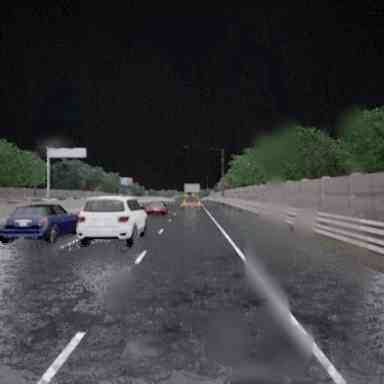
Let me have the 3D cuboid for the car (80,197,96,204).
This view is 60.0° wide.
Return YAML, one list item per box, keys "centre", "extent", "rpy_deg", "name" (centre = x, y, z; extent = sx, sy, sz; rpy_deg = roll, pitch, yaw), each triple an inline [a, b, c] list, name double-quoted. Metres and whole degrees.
- centre: [-20.993, 1.693, 67.319]
  extent: [1.994, 1.385, 4.181]
  rpy_deg: [0, -1, 0]
  name: "car"

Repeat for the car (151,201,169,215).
- centre: [-3.396, 1.552, 33.047]
  extent: [1.994, 1.385, 4.181]
  rpy_deg: [0, 0, 0]
  name: "car"

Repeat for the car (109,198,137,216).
- centre: [-6.896, 1.467, 33.827]
  extent: [1.882, 1.535, 5.008]
  rpy_deg: [0, 0, 0]
  name: "car"

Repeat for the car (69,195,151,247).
- centre: [-3.398, 1.199, 15.126]
  extent: [2.150, 2.045, 5.566]
  rpy_deg: [0, 0, 0]
  name: "car"

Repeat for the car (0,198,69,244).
- centre: [-6.898, 1.329, 15.717]
  extent: [2.097, 1.767, 4.553]
  rpy_deg: [0, 0, 0]
  name: "car"

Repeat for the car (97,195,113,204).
- centre: [-17.493, 1.496, 67.350]
  extent: [2.097, 1.767, 4.553]
  rpy_deg: [0, -1, 0]
  name: "car"

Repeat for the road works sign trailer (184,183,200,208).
- centre: [0.009, 0.485, 49.125]
  extent: [2.380, 3.560, 2.880]
  rpy_deg: [0, 0, 0]
  name: "road works sign trailer"
